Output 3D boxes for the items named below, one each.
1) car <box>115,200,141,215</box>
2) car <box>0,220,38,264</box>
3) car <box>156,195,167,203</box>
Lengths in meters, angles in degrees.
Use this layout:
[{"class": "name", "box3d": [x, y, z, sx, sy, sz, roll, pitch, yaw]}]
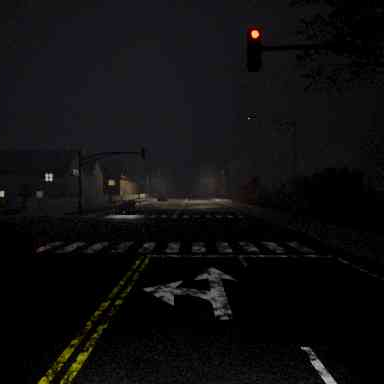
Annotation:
[{"class": "car", "box3d": [-6.439, 1.546, 34.197, 2.033, 1.411, 5.357, 0, 0, 0]}, {"class": "car", "box3d": [-6.479, 1.565, 10.180, 1.994, 1.385, 4.181, 0, 0, 0]}, {"class": "car", "box3d": [-6.357, 1.451, 69.858, 1.812, 1.442, 4.674, 0, 0, 0]}]
